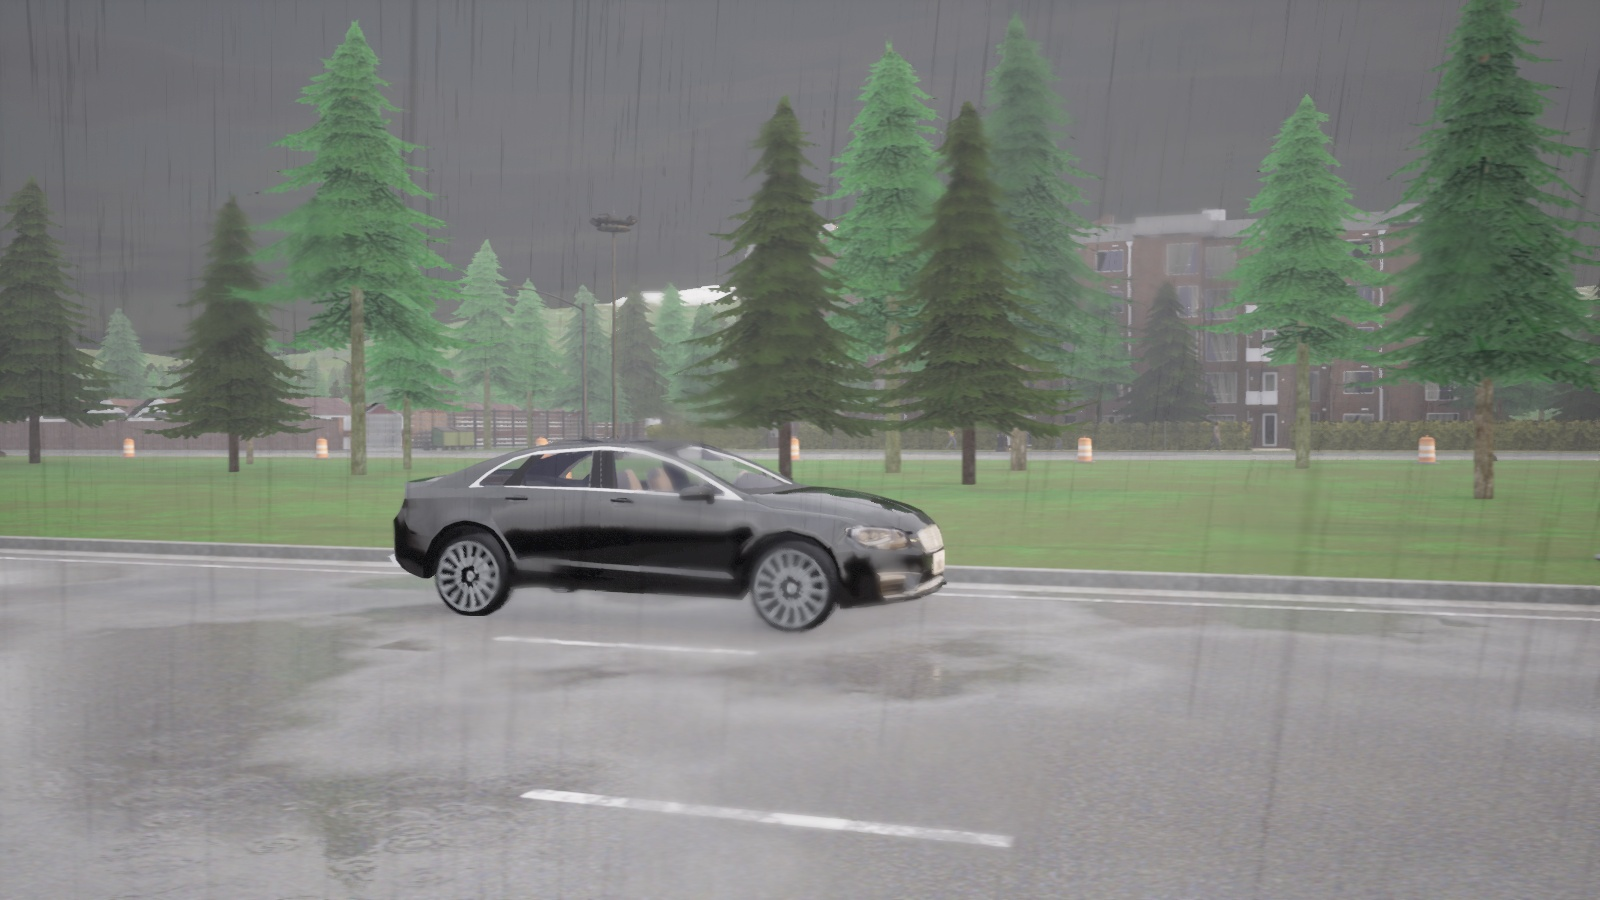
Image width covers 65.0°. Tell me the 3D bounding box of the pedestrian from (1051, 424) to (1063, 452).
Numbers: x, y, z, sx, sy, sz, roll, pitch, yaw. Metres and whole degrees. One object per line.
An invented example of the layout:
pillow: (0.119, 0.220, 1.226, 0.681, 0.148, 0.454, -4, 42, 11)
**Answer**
pedestrian: (16.667, -0.787, 81.509, 0.706, 1.836, 0.354, 1, 1, 20)

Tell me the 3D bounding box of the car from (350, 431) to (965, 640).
car: (-1.193, 0.602, 10.979, 4.902, 1.511, 2.128, 1, 1, 19)

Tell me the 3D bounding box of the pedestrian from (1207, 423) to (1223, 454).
pedestrian: (25.947, -0.705, 78.529, 0.873, 1.952, 0.659, 1, 1, 20)
